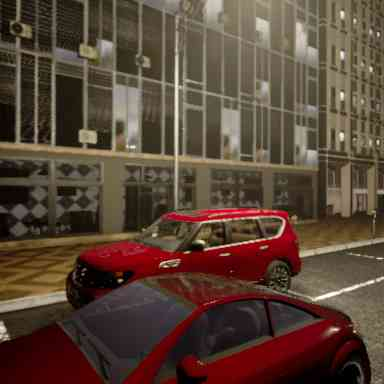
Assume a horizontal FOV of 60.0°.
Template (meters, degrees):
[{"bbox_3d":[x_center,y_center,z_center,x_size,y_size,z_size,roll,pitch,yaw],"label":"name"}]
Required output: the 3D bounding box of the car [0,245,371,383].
[{"bbox_3d":[-0.177,1.563,3.129,4.181,1.385,1.994,0,0,-35],"label":"car"}]

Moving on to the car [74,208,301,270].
[{"bbox_3d":[0.151,1.312,6.836,5.009,1.841,2.192,0,0,-35],"label":"car"}]
